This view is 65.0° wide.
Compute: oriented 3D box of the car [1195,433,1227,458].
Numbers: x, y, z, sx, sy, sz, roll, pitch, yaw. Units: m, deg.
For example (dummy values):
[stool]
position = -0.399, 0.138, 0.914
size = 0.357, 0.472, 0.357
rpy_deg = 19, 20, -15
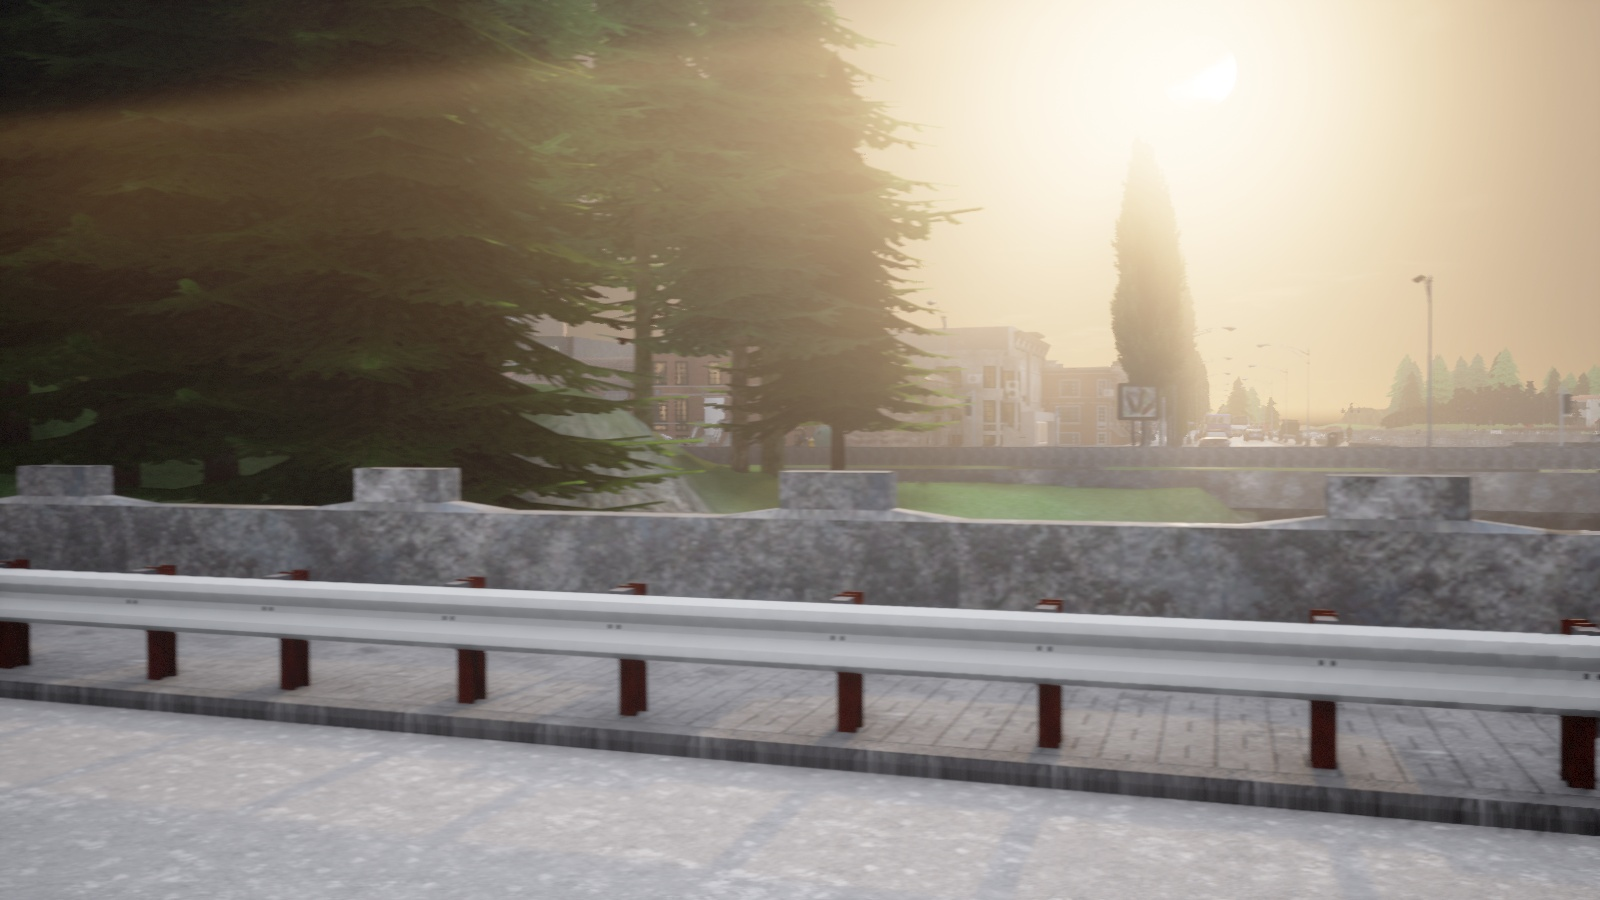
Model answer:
[car]
position = 25.452, -0.296, 77.712
size = 1.812, 1.442, 4.674
rpy_deg = 1, 1, 19
